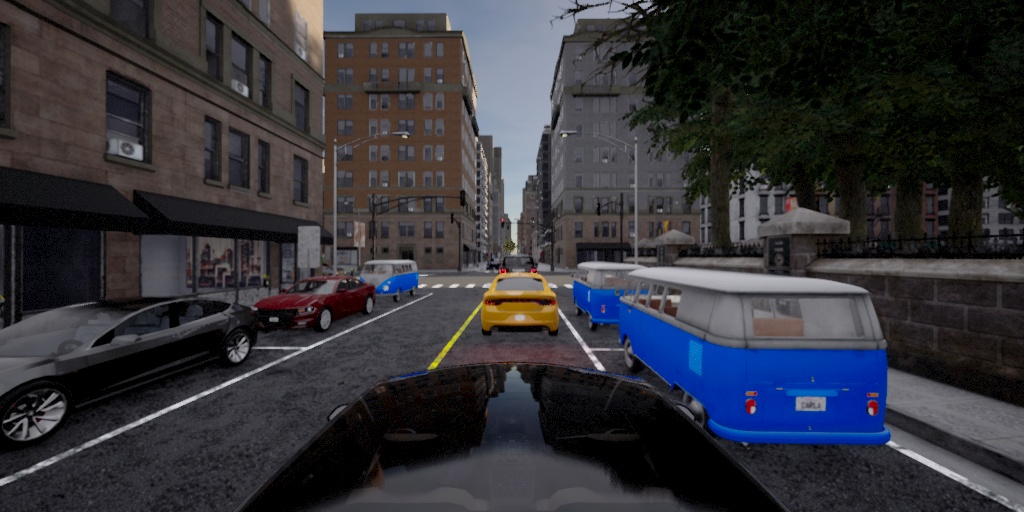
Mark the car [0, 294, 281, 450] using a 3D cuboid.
[{"bbox_3d":[-5.808,1.313,5.226,1.948,1.339,4.313,0,0,1],"label":"car"}]

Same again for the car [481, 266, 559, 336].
[{"bbox_3d":[0.226,1.219,10.470,1.882,1.535,5.008,0,0,1],"label":"car"}]

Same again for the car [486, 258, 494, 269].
[{"bbox_3d":[-2.301,1.046,49.675,2.097,1.767,4.553,0,0,2],"label":"car"}]

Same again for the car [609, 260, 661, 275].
[{"bbox_3d":[13.098,1.218,38.438,4.892,1.490,1.837,0,0,1],"label":"car"}]

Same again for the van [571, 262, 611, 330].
[{"bbox_3d":[2.830,1.082,10.723,1.690,1.789,3.998,0,0,1],"label":"van"}]

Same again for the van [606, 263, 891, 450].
[{"bbox_3d":[2.716,1.088,5.066,1.690,1.789,3.998,0,0,1],"label":"van"}]

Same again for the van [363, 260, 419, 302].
[{"bbox_3d":[-5.580,1.075,16.544,1.690,1.789,3.998,0,0,1],"label":"van"}]

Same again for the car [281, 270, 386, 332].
[{"bbox_3d":[-5.694,1.286,10.885,1.888,1.381,4.507,0,0,1],"label":"car"}]

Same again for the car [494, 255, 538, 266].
[{"bbox_3d":[0.332,0.950,20.426,2.150,2.045,5.566,0,0,0],"label":"car"}]

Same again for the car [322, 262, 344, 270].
[{"bbox_3d":[-16.200,1.258,28.671,5.357,1.411,2.033,0,0,1],"label":"car"}]
